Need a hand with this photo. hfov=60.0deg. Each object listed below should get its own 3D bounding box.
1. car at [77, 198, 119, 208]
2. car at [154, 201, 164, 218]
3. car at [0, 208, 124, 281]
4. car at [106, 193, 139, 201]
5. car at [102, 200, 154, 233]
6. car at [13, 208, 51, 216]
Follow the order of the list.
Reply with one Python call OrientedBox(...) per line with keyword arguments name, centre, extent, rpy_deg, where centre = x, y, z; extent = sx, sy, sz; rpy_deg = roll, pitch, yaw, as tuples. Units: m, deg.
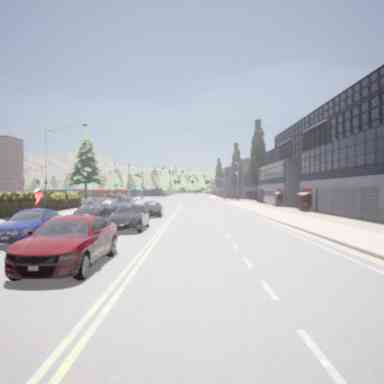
OrientedBox(name="car", centre=(-7.089, 1.440, 24.215), extent=(2.128, 1.511, 4.902), rpy_deg=(0, 0, 0))
OrientedBox(name="car", centre=(-3.572, 1.501, 29.404), extent=(1.994, 1.385, 4.181), rpy_deg=(0, 0, 1))
OrientedBox(name="car", centre=(-3.597, 1.456, 10.031), extent=(1.882, 1.535, 5.008), rpy_deg=(0, 0, 0))
OrientedBox(name="car", centre=(-7.061, 1.279, 34.491), extent=(2.097, 1.767, 4.553), rpy_deg=(0, 0, 0))
OrientedBox(name="car", centre=(-3.593, 1.463, 19.527), extent=(1.837, 1.490, 4.892), rpy_deg=(0, 0, 0))
OrientedBox(name="car", centre=(-7.095, 1.494, 14.951), extent=(1.812, 1.442, 4.674), rpy_deg=(0, 0, 0))
